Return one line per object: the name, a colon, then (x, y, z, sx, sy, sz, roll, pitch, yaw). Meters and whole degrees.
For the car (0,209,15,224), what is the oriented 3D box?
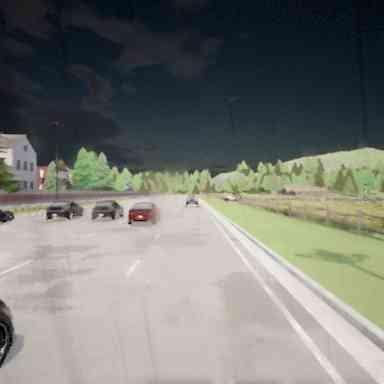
car: (-13.898, 1.551, 21.950, 2.033, 1.411, 5.357, 0, 0, 0)

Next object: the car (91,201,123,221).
car: (-6.899, 1.509, 27.631, 1.837, 1.490, 4.892, 0, 0, 0)

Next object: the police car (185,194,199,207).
police car: (0.001, 1.289, 50.012, 2.038, 1.542, 4.974, 0, 0, 0)

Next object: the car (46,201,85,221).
car: (-10.397, 1.509, 27.581, 1.837, 1.490, 4.892, 0, 0, 0)

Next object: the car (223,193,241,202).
car: (8.923, 1.226, 74.233, 3.866, 1.878, 1.905, 0, 0, 0)

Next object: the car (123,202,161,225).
car: (-3.400, 1.482, 24.342, 1.882, 1.535, 5.008, 0, 0, 0)

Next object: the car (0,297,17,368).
car: (-3.400, 1.564, 2.860, 1.994, 1.385, 4.181, 0, 0, 0)
